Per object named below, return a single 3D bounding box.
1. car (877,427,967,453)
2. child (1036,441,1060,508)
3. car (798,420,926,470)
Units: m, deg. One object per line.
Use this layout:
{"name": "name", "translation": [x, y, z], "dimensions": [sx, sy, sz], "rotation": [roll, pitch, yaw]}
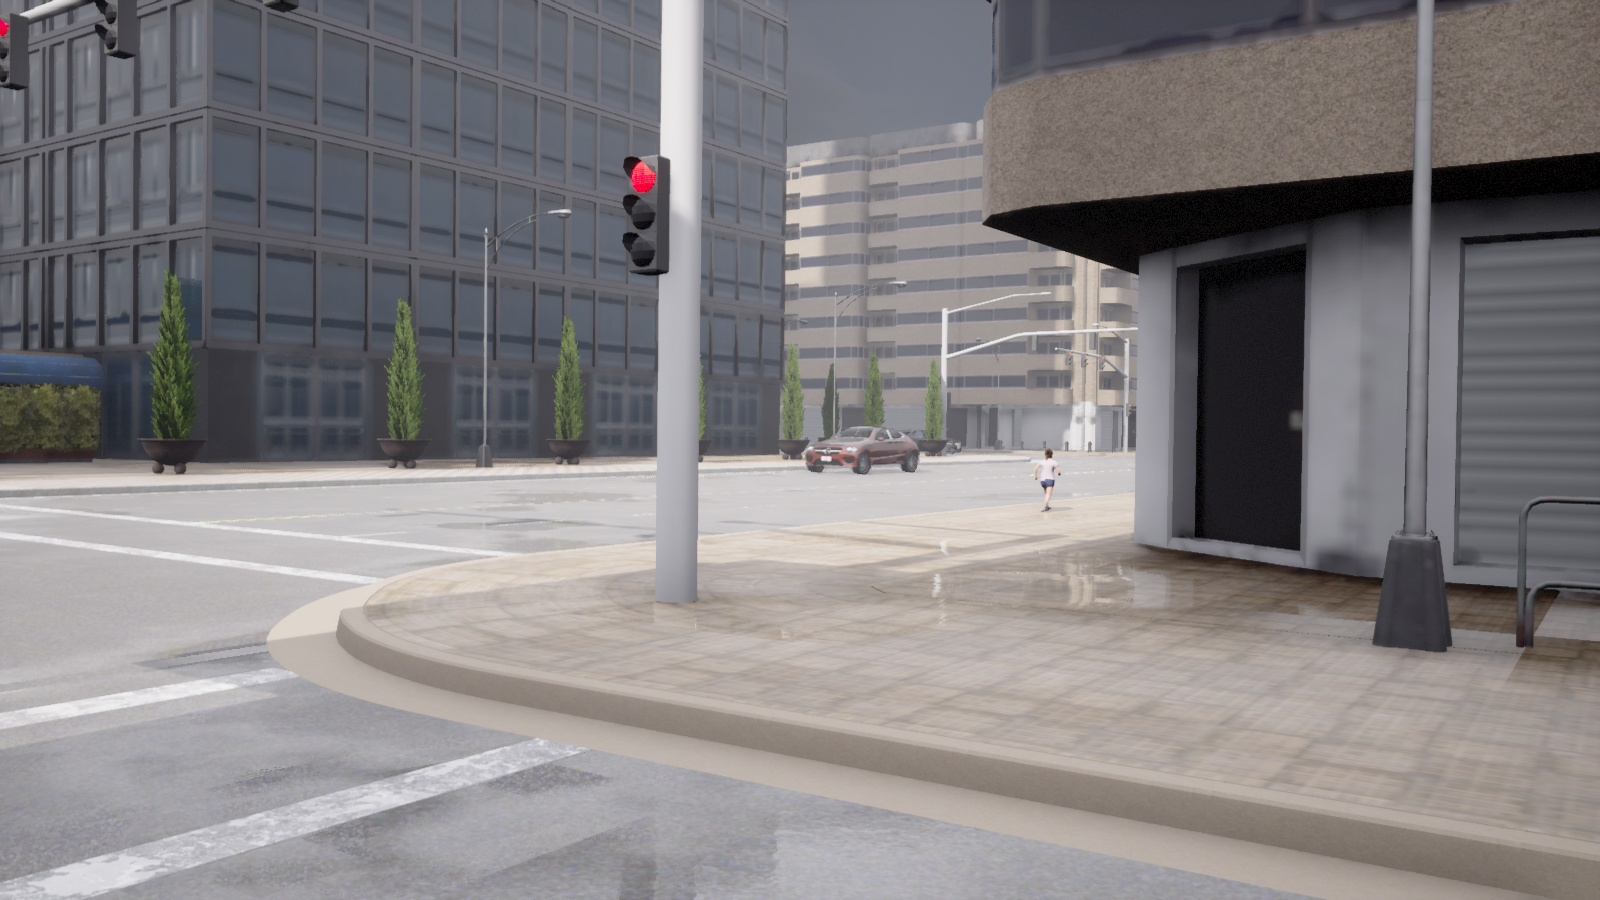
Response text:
{"name": "car", "translation": [7.187, -0.598, 74.205], "dimensions": [4.902, 1.511, 2.128], "rotation": [1, 1, 34]}
{"name": "child", "translation": [4.175, 0.409, 21.154], "dimensions": [0.255, 1.110, 0.394], "rotation": [0, 1, 35]}
{"name": "car", "translation": [2.250, -0.207, 44.025], "dimensions": [2.152, 1.651, 5.027], "rotation": [0, 1, 34]}
